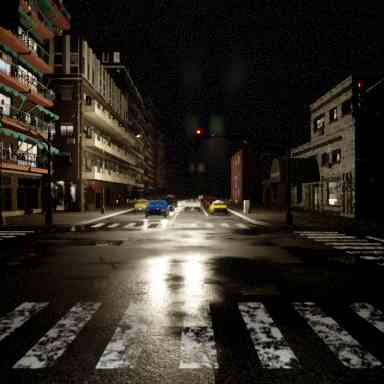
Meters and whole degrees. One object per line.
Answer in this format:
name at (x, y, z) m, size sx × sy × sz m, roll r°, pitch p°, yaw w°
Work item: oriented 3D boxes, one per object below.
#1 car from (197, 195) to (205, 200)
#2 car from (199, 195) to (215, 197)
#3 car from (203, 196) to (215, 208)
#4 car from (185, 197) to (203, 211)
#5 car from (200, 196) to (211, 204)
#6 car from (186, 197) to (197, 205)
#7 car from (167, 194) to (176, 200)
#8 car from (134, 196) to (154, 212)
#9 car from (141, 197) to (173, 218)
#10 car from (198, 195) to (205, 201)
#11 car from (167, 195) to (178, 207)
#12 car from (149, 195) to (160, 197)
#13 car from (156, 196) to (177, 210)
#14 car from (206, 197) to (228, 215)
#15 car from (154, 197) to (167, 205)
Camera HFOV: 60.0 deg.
car at (2.578, 1.670, 94.744) m, size 2.008 × 1.369 × 4.403 m, roll 0°, pitch 0°, yaw 0°
car at (2.633, 1.351, 50.431) m, size 2.192 × 1.841 × 5.009 m, roll 0°, pitch 0°, yaw 0°
car at (2.639, 1.611, 44.891) m, size 1.802 × 1.307 × 4.206 m, roll 0°, pitch 0°, yaw 0°
car at (0.052, 1.627, 41.514) m, size 1.895 × 1.301 × 4.718 m, roll 0°, pitch 0°, yaw 0°
car at (2.612, 1.612, 67.048) m, size 2.008 × 1.369 × 4.403 m, roll 0°, pitch 0°, yaw 0°
car at (-0.055, 1.601, 61.906) m, size 2.033 × 1.411 × 5.357 m, roll 0°, pitch 0°, yaw 1°
car at (-5.802, 1.434, 94.734) m, size 2.192 × 1.841 × 5.009 m, roll 0°, pitch 0°, yaw 0°
car at (-5.735, 1.549, 39.171) m, size 1.752 × 1.417 × 4.829 m, roll 0°, pitch 0°, yaw 0°
car at (-3.136, 1.494, 30.672) m, size 1.882 × 1.535 × 5.008 m, roll 0°, pitch 0°, yaw 0°
car at (2.584, 1.632, 89.375) m, size 1.752 × 1.417 × 4.829 m, roll 0°, pitch 0°, yaw 0°
car at (-3.135, 1.541, 50.018) m, size 1.837 × 1.490 × 4.892 m, roll 0°, pitch 0°, yaw 0°
car at (-5.748, 1.351, 50.420) m, size 2.192 × 1.841 × 5.009 m, roll 0°, pitch 0°, yaw 0°
car at (-3.130, 1.550, 39.950) m, size 1.812 × 1.442 × 4.674 m, roll 0°, pitch 0°, yaw 0°
car at (2.652, 1.544, 33.983) m, size 1.752 × 1.417 × 4.829 m, roll 0°, pitch 0°, yaw 0°
car at (-5.762, 1.603, 61.498) m, size 2.008 × 1.369 × 4.403 m, roll 0°, pitch 0°, yaw 0°
